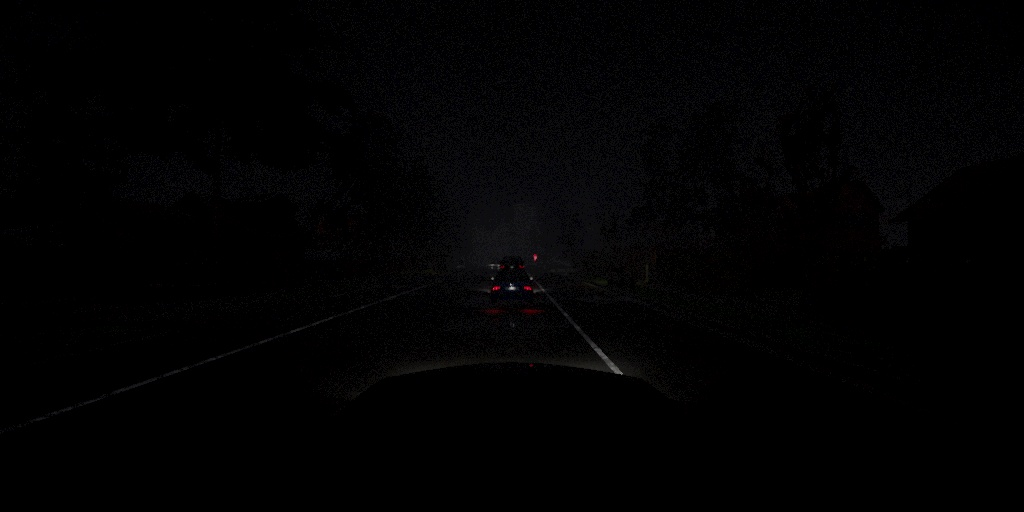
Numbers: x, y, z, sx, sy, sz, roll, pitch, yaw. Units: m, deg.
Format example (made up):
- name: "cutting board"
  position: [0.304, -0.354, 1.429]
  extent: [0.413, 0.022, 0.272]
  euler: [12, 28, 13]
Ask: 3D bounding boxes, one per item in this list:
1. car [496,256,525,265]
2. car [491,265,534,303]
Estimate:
- name: "car"
  position: [0.000, 1.008, 31.530]
  extent: [2.150, 2.045, 5.566]
  euler: [0, 0, 0]
- name: "car"
  position: [0.000, 1.313, 16.500]
  extent: [2.033, 1.411, 5.357]
  euler: [0, 0, 0]
